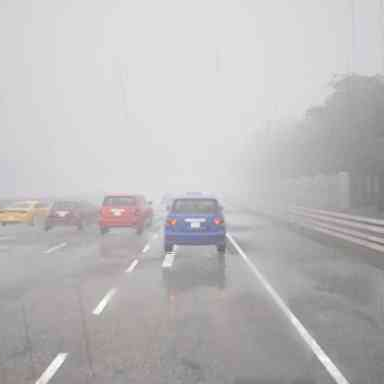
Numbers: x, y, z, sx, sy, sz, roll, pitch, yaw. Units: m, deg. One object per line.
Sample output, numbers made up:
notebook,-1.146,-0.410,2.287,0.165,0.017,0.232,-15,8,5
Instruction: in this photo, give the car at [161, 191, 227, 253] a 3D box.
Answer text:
car,0.115,1.120,13.246,2.150,2.045,5.566,0,0,0

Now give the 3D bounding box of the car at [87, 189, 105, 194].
car,-20.487,0.319,73.059,2.150,2.045,5.566,0,2,1

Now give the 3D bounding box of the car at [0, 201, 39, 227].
car,-10.359,1.316,21.489,1.882,1.535,5.008,0,0,0

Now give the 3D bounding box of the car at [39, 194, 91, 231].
car,-6.865,1.203,19.729,2.097,1.767,4.553,0,0,0

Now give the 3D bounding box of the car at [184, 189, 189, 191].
car,0.204,0.965,33.508,2.150,2.045,5.566,0,0,0

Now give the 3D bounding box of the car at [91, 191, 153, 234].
car,-3.473,1.084,18.231,2.150,2.045,5.566,0,1,0

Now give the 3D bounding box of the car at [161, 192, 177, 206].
car,-3.280,0.969,48.236,2.097,1.767,4.553,0,1,1

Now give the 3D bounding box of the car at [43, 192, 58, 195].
car,-30.986,0.689,73.228,1.895,1.301,4.718,0,2,1

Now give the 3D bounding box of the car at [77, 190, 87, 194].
car,-23.986,0.447,73.175,2.097,1.767,4.553,0,2,1
